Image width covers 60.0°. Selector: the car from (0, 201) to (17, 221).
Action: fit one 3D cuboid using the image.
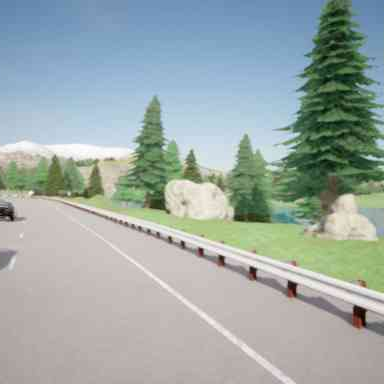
[{"bbox_3d":[-15.169,1.452,26.556,1.882,1.535,5.008,0,0,-26],"label":"car"}]
